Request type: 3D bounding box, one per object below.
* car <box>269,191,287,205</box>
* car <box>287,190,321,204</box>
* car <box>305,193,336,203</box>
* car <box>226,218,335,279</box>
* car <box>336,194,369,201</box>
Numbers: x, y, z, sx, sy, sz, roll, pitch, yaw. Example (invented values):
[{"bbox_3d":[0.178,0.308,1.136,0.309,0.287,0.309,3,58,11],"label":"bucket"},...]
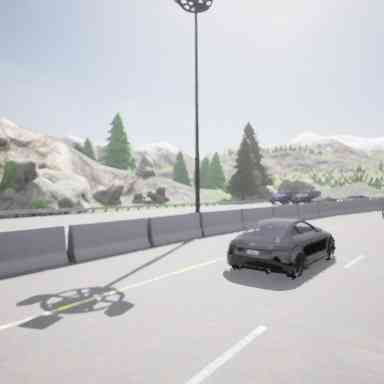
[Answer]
[{"bbox_3d":[14.104,0.826,50.330,5.566,2.045,2.150,0,0,-37],"label":"car"},{"bbox_3d":[16.594,0.801,47.827,5.566,2.045,2.150,-1,0,-37],"label":"car"},{"bbox_3d":[17.368,1.170,44.010,4.181,1.385,1.994,-1,0,-38],"label":"car"},{"bbox_3d":[2.800,1.486,10.010,1.994,1.385,4.181,0,0,39],"label":"car"},{"bbox_3d":[20.688,1.098,42.146,4.892,1.490,1.837,0,0,-37],"label":"car"}]
